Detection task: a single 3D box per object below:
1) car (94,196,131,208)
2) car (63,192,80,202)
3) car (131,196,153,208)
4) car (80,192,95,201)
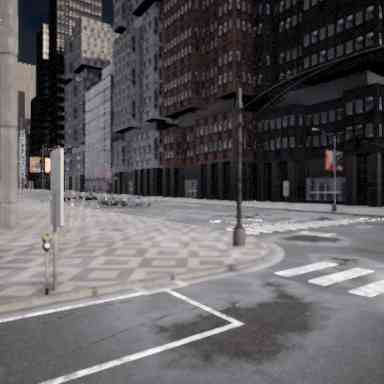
[{"bbox_3d":[-9.179,1.129,38.088,1.895,1.301,4.718,0,1,-36],"label":"car"},{"bbox_3d":[-20.042,0.768,53.306,1.882,1.535,5.008,0,1,-36],"label":"car"},{"bbox_3d":[-6.548,1.129,39.997,1.895,1.301,4.718,0,1,-36],"label":"car"},{"bbox_3d":[-17.407,0.768,55.208,1.882,1.535,5.008,0,1,-36],"label":"car"}]
